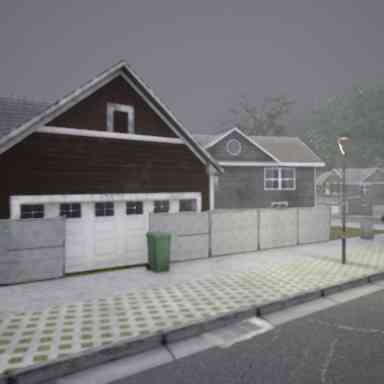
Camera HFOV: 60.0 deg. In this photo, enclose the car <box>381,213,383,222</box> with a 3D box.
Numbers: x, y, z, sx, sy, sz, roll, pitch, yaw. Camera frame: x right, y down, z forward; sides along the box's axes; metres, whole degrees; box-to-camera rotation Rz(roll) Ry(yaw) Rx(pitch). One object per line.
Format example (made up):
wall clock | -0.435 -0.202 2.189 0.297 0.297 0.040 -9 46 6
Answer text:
car | 18.220 2.148 28.090 1.812 1.442 4.674 -1 -2 -14
